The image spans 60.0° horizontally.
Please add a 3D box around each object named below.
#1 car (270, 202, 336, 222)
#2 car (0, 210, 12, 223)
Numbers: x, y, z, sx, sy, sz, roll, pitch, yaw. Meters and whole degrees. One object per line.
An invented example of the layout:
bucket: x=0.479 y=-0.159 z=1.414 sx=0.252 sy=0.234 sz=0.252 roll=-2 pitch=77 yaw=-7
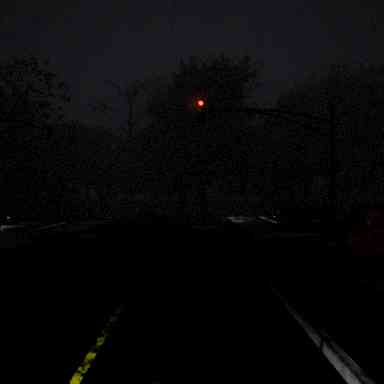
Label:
car: x=8.666 y=1.639 z=26.197 sx=4.718 sy=1.301 sz=1.895 roll=0 pitch=0 yaw=-4
car: x=-14.901 y=1.472 z=22.823 sx=4.674 sy=1.442 sz=1.812 roll=0 pitch=0 yaw=0
